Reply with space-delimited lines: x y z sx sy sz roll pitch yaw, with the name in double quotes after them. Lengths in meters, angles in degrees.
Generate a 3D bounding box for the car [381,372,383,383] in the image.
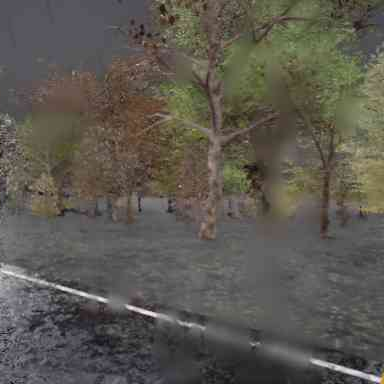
3.509 1.472 1.179 5.008 1.535 1.882 0 1 35 "car"
